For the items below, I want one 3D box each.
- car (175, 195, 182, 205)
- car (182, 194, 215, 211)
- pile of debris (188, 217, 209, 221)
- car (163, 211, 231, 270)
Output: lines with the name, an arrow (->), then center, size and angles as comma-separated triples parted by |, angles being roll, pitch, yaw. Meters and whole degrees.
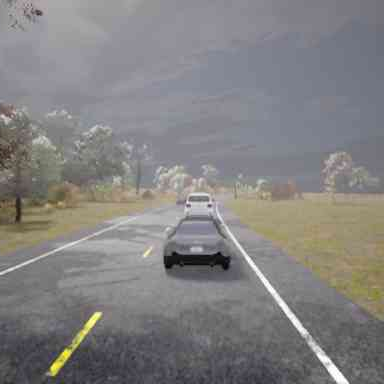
car -> -1.469, 1.304, 52.835 | 1.837, 1.490, 4.892 | 0, 0, 5
car -> 0.637, 1.128, 26.705 | 2.150, 2.045, 5.566 | 0, 1, 3
pile of debris -> 0.504, 2.085, 25.336 | 1.500, 0.140, 1.860 | 0, 0, 2
car -> 0.183, 1.525, 11.013 | 1.994, 1.385, 4.181 | 0, 0, 2
